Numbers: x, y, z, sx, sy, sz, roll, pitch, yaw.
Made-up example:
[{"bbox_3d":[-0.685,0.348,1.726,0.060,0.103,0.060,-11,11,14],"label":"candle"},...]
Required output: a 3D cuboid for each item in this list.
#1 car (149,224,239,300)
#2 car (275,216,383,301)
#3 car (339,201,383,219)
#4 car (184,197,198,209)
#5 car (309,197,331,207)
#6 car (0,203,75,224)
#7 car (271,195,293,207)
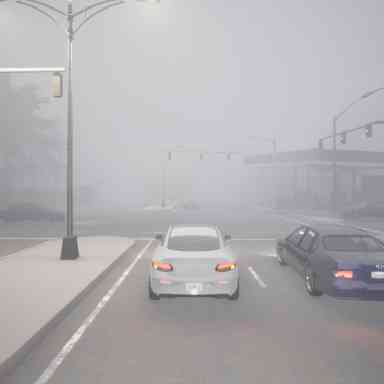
[{"bbox_3d":[0.036,1.516,8.218,1.812,1.442,4.674,0,0,0],"label":"car"},{"bbox_3d":[3.515,1.545,8.524,2.033,1.411,5.357,0,0,3],"label":"car"},{"bbox_3d":[14.761,1.523,27.708,4.674,1.442,1.812,0,0,-1],"label":"car"},{"bbox_3d":[-0.166,1.467,45.319,1.812,1.442,4.674,0,0,0],"label":"car"},{"bbox_3d":[18.651,1.433,48.642,1.970,1.475,3.806,0,0,0],"label":"car"},{"bbox_3d":[-11.377,1.492,23.990,5.357,1.411,2.033,0,0,0],"label":"car"},{"bbox_3d":[12.911,1.261,47.843,2.242,1.667,4.611,0,0,0],"label":"car"}]
